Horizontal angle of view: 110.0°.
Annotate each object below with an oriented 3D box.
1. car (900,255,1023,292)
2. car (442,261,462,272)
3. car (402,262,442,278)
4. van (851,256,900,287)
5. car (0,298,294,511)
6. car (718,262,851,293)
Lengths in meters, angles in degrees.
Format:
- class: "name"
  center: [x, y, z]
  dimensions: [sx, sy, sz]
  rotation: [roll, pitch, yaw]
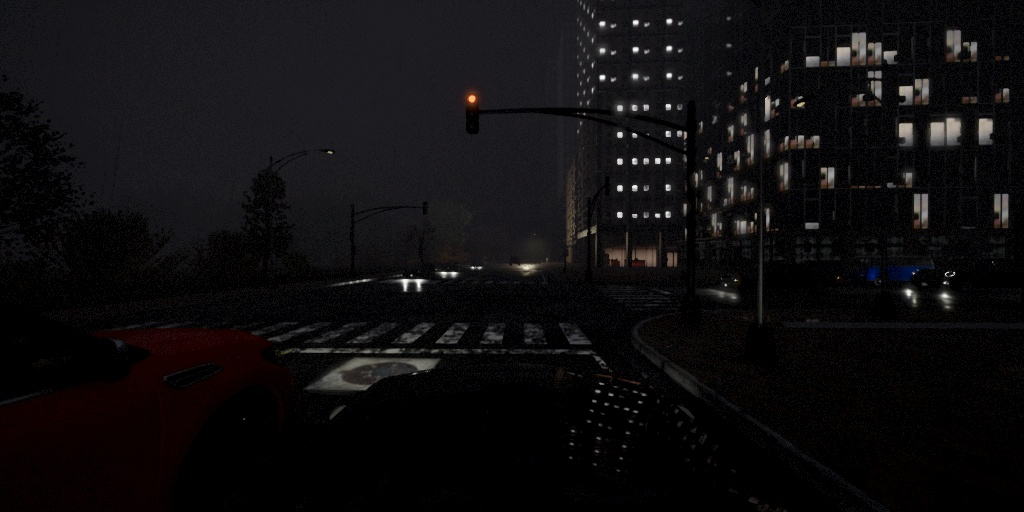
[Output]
- class: "car"
  center: [23.429, 0.866, 18.266]
  dimensions: [4.553, 1.767, 2.097]
  rotation: [0, 0, 4]
- class: "car"
  center: [-7.748, 1.309, 46.120]
  dimensions: [1.994, 1.385, 4.181]
  rotation: [0, 0, 4]
- class: "car"
  center: [-8.514, 1.291, 33.620]
  dimensions: [2.033, 1.411, 5.357]
  rotation: [0, 0, 4]
- class: "van"
  center: [22.113, 0.856, 21.081]
  dimensions: [3.998, 1.789, 1.690]
  rotation: [0, 0, 4]
- class: "car"
  center: [-3.118, 0.972, 0.982]
  dimensions: [2.150, 2.045, 5.566]
  rotation: [0, 0, 0]
- class: "car"
  center: [14.039, 1.138, 18.922]
  dimensions: [5.357, 1.411, 2.033]
  rotation: [0, 0, 4]
